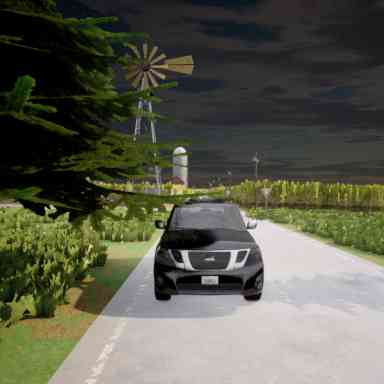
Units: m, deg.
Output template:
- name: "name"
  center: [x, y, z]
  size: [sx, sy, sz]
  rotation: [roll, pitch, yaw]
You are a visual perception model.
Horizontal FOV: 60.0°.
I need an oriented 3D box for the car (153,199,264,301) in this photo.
- name: "car"
  center: [0.336, 1.221, 8.697]
  size: [2.150, 2.045, 5.566]
  rotation: [0, 0, 0]
